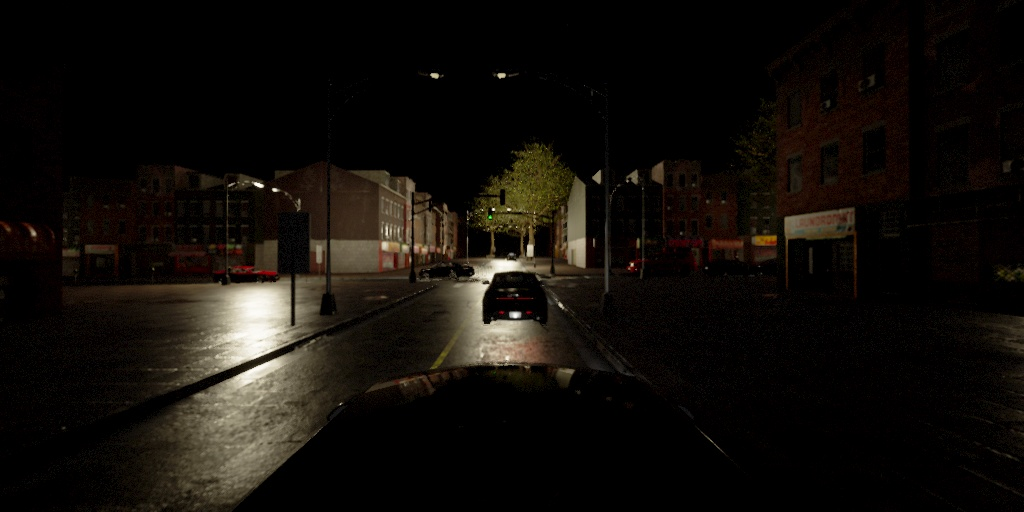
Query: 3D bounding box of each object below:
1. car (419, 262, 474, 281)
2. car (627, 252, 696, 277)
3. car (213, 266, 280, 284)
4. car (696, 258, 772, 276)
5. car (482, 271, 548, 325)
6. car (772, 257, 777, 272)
[{"bbox_3d":[-5.423,1.209,29.463,4.902,1.511,2.128,-1,-1,27],"label":"car"},{"bbox_3d":[12.755,0.678,30.574,5.566,2.045,2.150,-1,0,0],"label":"car"},{"bbox_3d":[-20.396,1.482,27.671,4.507,1.381,1.888,0,0,0],"label":"car"},{"bbox_3d":[17.185,0.943,27.851,4.313,1.339,1.948,0,0,0],"label":"car"},{"bbox_3d":[0.083,1.237,11.693,1.837,1.490,4.892,0,1,0],"label":"car"},{"bbox_3d":[22.609,0.840,30.615,4.674,1.442,1.812,-1,0,0],"label":"car"}]
